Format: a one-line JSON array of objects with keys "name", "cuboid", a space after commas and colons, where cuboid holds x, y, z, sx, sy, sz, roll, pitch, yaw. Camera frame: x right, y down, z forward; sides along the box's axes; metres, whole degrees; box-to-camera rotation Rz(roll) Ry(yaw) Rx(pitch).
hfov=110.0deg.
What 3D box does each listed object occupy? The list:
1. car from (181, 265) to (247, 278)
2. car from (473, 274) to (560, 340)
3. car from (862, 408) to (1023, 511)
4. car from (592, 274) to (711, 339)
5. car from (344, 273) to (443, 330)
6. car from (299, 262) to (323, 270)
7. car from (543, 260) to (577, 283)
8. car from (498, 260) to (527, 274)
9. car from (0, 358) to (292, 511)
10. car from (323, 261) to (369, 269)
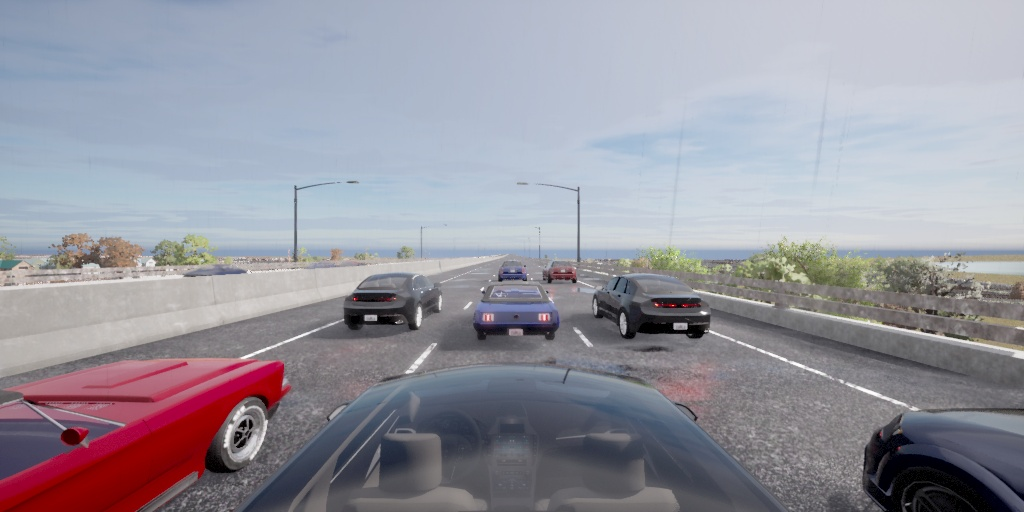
[{"name": "car", "cuboid": [-21.132, 1.307, 25.651, 1.994, 1.385, 4.181, 0, 0, 0]}, {"name": "car", "cuboid": [0.089, 1.349, 9.909, 1.895, 1.301, 4.718, 0, 0, 0]}, {"name": "car", "cuboid": [3.595, 1.314, 0.902, 1.994, 1.385, 4.181, 0, 0, 1]}, {"name": "car", "cuboid": [3.588, 1.253, 10.065, 1.837, 1.490, 4.892, 0, 0, 0]}, {"name": "car", "cuboid": [-3.413, 1.252, 11.086, 1.837, 1.490, 4.892, 0, 0, 0]}, {"name": "car", "cuboid": [-17.643, 1.288, 33.133, 2.033, 1.411, 5.357, 0, 0, 0]}, {"name": "car", "cuboid": [3.570, 1.094, 27.543, 2.097, 1.767, 4.553, 0, 0, -1]}, {"name": "car", "cuboid": [0.062, 1.094, 27.537, 2.097, 1.767, 4.553, 0, 0, 0]}, {"name": "car", "cuboid": [-3.403, 1.351, 1.858, 1.895, 1.301, 4.718, 0, 0, 0]}, {"name": "car", "cuboid": [-14.139, 1.219, 31.485, 1.882, 1.535, 5.008, 0, 0, 0]}]
